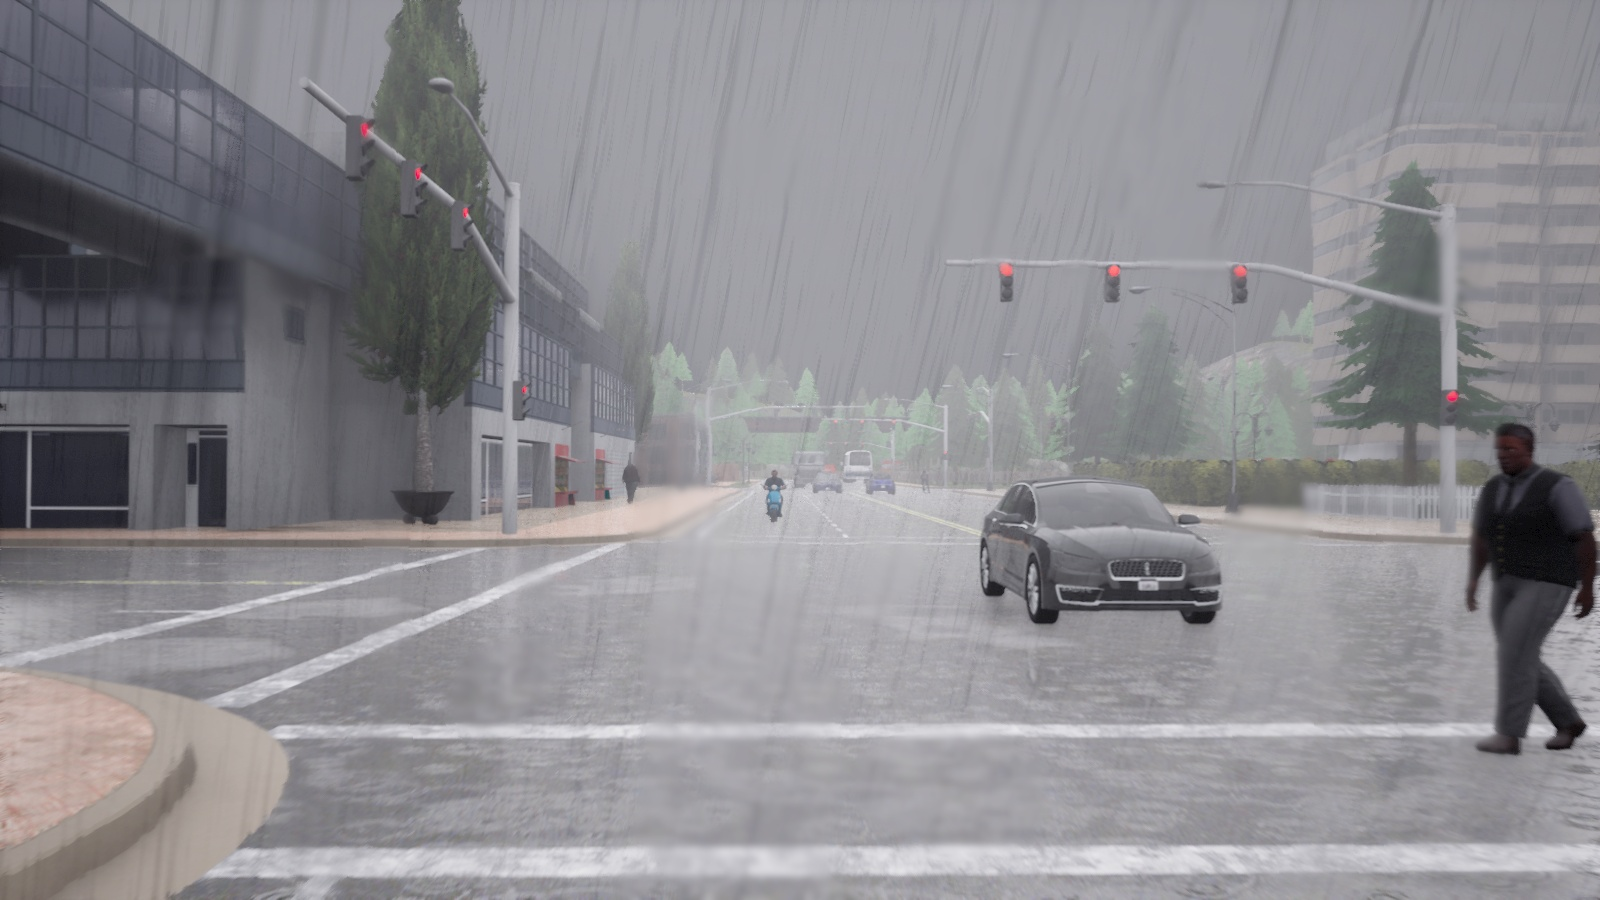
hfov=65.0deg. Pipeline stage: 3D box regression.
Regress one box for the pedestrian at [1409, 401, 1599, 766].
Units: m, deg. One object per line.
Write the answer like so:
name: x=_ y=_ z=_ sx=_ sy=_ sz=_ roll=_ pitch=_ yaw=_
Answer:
pedestrian: x=3.917 y=0.695 z=6.895 sx=0.849 sy=1.883 sz=0.563 roll=0 pitch=-1 yaw=-17

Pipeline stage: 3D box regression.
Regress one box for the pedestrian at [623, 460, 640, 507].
pedestrian: x=-6.763 y=1.346 z=50.489 sx=0.634 sy=1.844 sz=0.899 roll=0 pitch=-1 yaw=-4

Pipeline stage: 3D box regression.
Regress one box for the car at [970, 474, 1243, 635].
car: x=3.271 y=1.048 z=14.498 sx=1.837 sy=1.490 sz=4.892 roll=0 pitch=-1 yaw=-1

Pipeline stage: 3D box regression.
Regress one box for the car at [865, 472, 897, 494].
car: x=5.464 y=2.237 z=85.500 sx=1.816 sy=1.474 sz=4.193 roll=0 pitch=-1 yaw=-1

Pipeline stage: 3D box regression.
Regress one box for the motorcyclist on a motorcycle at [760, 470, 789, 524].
motorcyclist on a motorcycle: x=-0.780 y=1.413 z=38.310 sx=0.866 sy=1.590 sz=1.817 roll=0 pitch=-1 yaw=-1

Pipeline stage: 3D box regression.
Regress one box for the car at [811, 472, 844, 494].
car: x=1.910 y=2.293 z=88.793 sx=2.163 sy=1.488 sz=4.792 roll=0 pitch=-1 yaw=-1
